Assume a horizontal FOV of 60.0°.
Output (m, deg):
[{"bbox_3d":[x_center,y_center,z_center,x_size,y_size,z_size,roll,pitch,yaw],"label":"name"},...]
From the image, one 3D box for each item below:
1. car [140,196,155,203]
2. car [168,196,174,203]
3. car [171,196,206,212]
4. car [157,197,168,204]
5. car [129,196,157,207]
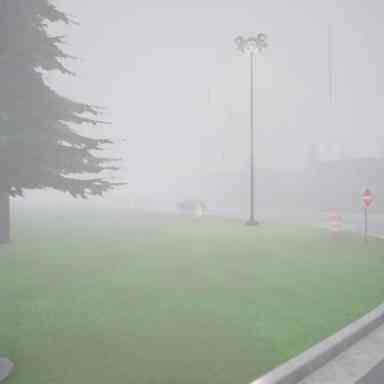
[{"bbox_3d":[-10.903,1.747,81.148,2.128,1.511,4.902,0,0,-29],"label":"car"},{"bbox_3d":[-3.812,1.671,68.412,1.837,1.490,4.892,0,0,-29],"label":"car"},{"bbox_3d":[-0.172,1.584,40.493,2.128,1.511,4.902,0,0,-29],"label":"car"},{"bbox_3d":[-7.145,1.703,67.203,1.812,1.442,4.674,0,0,-29],"label":"car"},{"bbox_3d":[-8.189,1.644,54.897,2.128,1.511,4.902,0,0,-29],"label":"car"}]
